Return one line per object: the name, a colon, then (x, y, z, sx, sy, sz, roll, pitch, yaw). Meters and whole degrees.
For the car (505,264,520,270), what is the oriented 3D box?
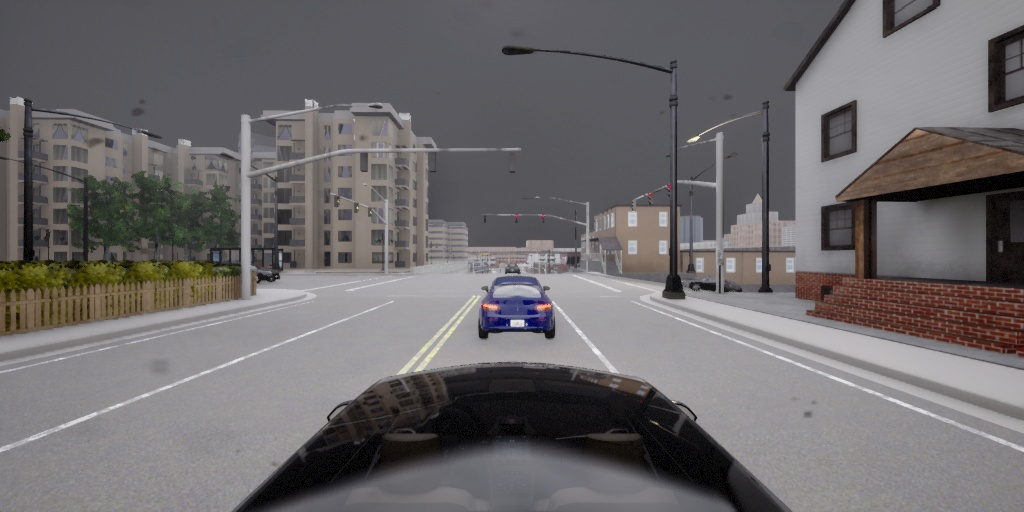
car: (0.090, 1.784, 46.548, 1.812, 1.442, 4.674, 0, -5, 1)

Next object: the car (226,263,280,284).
car: (-19.815, 1.255, 26.487, 4.892, 1.490, 1.837, 0, 0, 1)

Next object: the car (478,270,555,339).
car: (0.110, 1.276, 9.991, 1.812, 1.442, 4.674, 0, 0, 0)

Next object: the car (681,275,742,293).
car: (16.315, 2.360, 29.666, 4.902, 1.511, 2.128, 8, 0, 1)
